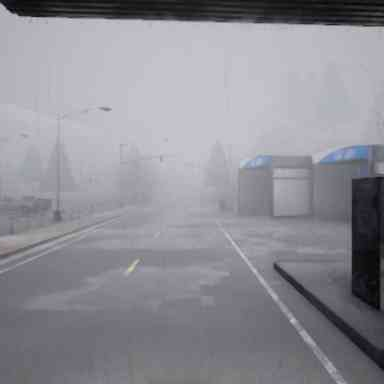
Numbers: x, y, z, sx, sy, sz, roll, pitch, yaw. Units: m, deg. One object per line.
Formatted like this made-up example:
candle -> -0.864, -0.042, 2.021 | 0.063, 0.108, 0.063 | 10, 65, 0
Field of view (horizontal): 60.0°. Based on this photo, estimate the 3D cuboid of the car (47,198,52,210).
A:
car -> -16.516, 1.166, 33.411 | 4.514, 1.523, 2.007 | 0, 0, -1

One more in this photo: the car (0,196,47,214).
car -> -16.444, 1.173, 30.275 | 5.027, 1.636, 2.152 | 0, 0, -1
